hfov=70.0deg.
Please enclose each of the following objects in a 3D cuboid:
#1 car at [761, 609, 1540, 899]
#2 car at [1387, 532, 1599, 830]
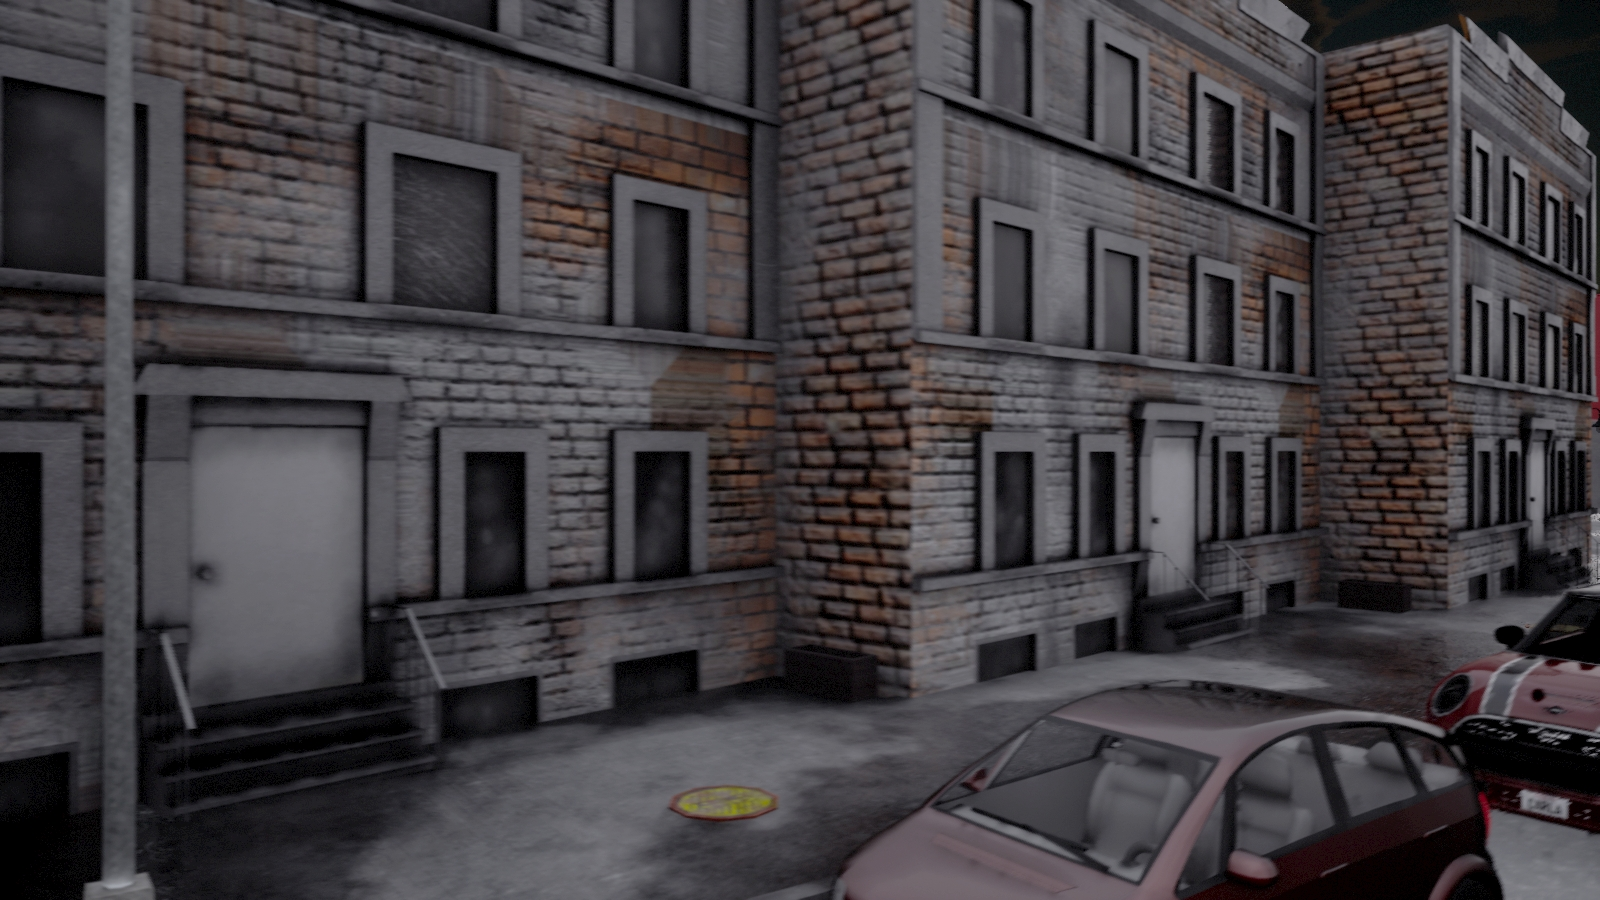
[{"bbox_3d":[1.847,1.808,5.629,3.705,1.549,1.789,0,0,-36],"label":"car"},{"bbox_3d":[7.037,1.689,9.380,4.553,1.767,2.097,0,0,-36],"label":"car"}]
